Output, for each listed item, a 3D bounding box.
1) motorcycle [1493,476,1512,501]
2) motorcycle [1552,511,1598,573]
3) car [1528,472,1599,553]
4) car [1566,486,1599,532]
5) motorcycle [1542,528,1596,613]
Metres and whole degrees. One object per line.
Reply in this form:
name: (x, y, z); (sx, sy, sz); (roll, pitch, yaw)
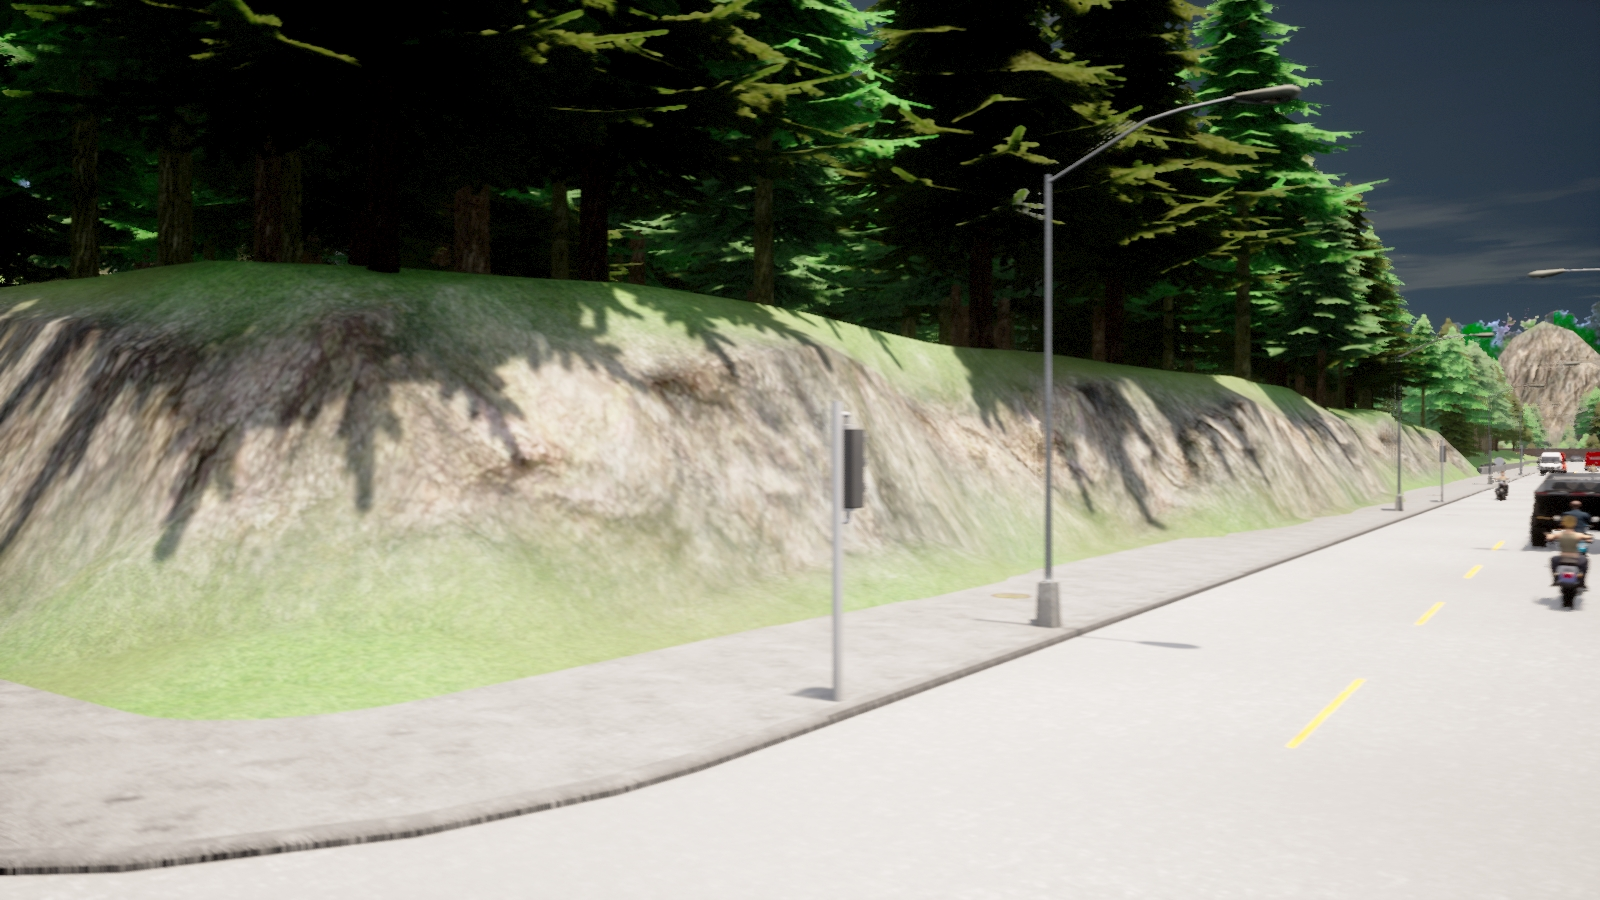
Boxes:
motorcycle: (39.218, 2.155, 63.776); (0.764, 1.307, 2.356); (0, 0, 35)
motorcycle: (18.233, 2.142, 26.870); (0.856, 1.316, 1.805); (0, 0, 35)
car: (23.140, 1.754, 33.850); (2.390, 2.098, 6.274); (0, 0, 35)
car: (29.049, 2.040, 40.064); (4.514, 1.525, 2.007); (0, 0, -33)
motorcycle: (14.056, 2.155, 20.860); (0.764, 1.307, 2.356); (0, 0, 35)
